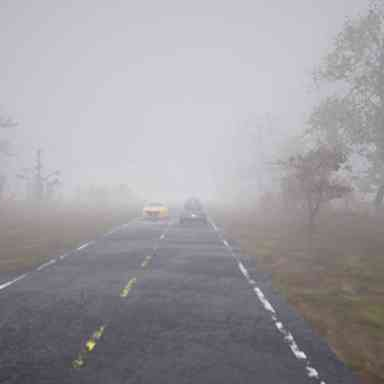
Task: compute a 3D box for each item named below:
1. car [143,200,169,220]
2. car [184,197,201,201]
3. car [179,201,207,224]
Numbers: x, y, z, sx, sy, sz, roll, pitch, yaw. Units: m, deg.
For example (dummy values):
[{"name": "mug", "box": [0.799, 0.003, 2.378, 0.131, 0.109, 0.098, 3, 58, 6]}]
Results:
[{"name": "car", "box": [-3.104, 1.505, 29.024, 1.882, 1.535, 5.008, 0, 0, 0]}, {"name": "car", "box": [0.090, 1.400, 42.346, 2.097, 1.767, 4.553, 0, 0, 0]}, {"name": "car", "box": [0.094, 1.593, 24.781, 1.994, 1.385, 4.181, 0, 0, 0]}]
